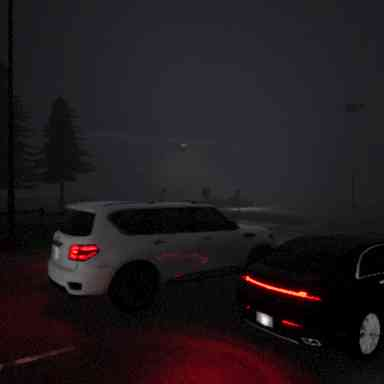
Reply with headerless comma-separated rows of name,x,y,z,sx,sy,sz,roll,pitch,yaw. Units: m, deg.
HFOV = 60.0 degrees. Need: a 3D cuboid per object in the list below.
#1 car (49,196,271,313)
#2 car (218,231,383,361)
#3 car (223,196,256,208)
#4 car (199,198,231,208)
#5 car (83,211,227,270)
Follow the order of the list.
car,-0.357,1.206,7.859,5.566,2.045,2.150,0,0,-35
car,2.983,1.484,5.929,4.892,1.490,1.837,0,0,-35
car,6.634,1.384,47.082,1.837,1.490,4.892,0,0,-35
car,3.067,1.493,46.072,1.895,1.301,4.718,0,0,-35
car,-1.167,1.505,11.564,4.674,1.442,1.812,0,0,-35
